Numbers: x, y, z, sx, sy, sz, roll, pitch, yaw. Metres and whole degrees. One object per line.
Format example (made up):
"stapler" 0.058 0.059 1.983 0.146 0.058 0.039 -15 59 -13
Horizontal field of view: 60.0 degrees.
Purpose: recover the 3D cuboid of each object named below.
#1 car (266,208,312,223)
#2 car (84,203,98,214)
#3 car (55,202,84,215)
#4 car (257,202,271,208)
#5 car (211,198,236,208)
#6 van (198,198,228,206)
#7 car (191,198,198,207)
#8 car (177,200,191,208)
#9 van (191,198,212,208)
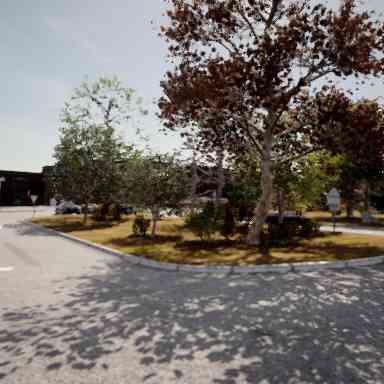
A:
"car" 8.033 2.304 28.289 1.895 1.301 4.718 3 -3 -35
"car" -13.242 2.214 44.074 2.002 1.452 4.674 0 0 -36
"car" -15.792 2.045 42.189 2.185 1.767 4.553 0 0 -35
"car" 12.732 2.318 62.714 2.435 2.045 5.566 2 -1 -36
"car" 6.925 2.362 73.585 2.435 2.045 5.566 2 -1 -36
"van" 3.604 2.104 56.271 1.878 1.987 4.442 1 -1 -36
"car" -0.568 2.266 68.196 2.185 1.767 4.553 1 -1 -36
"car" -3.066 2.337 66.669 1.946 1.575 5.366 1 -1 -36
"van" 1.950 2.233 69.899 1.878 1.987 4.442 2 -1 -36
